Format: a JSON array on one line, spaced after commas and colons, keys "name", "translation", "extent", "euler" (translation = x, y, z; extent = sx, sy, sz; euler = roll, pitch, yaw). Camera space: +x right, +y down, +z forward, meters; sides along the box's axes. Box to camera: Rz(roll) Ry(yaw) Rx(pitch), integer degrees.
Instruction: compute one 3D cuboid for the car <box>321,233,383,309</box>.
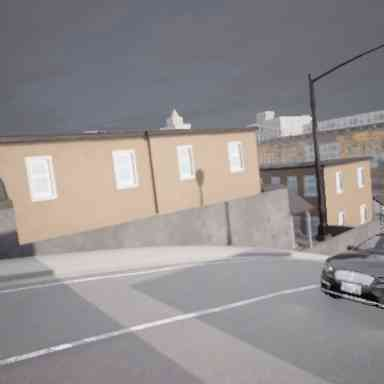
[{"name": "car", "translation": [4.920, 1.704, 7.609], "extent": [4.902, 1.511, 2.128], "euler": [6, -3, -36]}]
